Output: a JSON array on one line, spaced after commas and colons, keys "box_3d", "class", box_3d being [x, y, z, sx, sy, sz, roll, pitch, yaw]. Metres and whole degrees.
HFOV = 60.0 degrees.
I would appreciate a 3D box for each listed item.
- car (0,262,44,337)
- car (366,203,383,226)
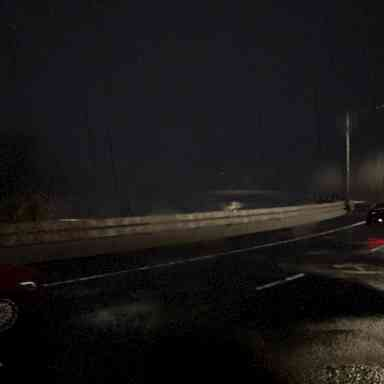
[{"box_3d": [-4.729, 1.531, 4.888, 4.674, 1.442, 1.812, 0, 0, -37], "class": "car"}, {"box_3d": [13.186, 1.491, 22.451, 1.837, 1.490, 4.892, 0, 0, 39], "class": "car"}]
